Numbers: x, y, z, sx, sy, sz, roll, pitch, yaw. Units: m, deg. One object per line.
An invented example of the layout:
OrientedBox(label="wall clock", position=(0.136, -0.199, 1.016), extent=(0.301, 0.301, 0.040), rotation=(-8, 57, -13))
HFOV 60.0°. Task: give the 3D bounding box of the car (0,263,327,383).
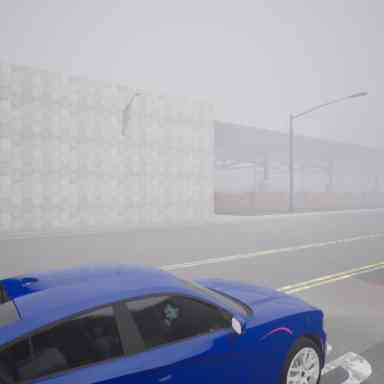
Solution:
OrientedBox(label="car", position=(-0.683, 1.478, 3.262), extent=(5.008, 1.535, 1.882), rotation=(0, 0, -36))
